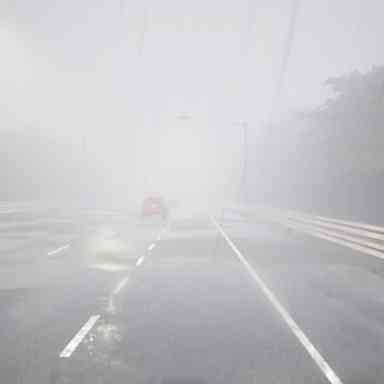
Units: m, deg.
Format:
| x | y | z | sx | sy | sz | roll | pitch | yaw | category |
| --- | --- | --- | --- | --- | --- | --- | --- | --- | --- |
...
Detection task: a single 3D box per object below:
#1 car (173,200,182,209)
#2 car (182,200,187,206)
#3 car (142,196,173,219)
| x | y | z | sx | sy | sz | roll | pitch | yaw | category |
| --- | --- | --- | --- | --- | --- | --- | --- | --- | --- |
| -3.162 | 2.051 | 55.882 | 1.882 | 1.535 | 5.008 | 1 | -1 | 1 | car |
| -2.870 | 2.625 | 83.041 | 1.812 | 1.442 | 4.674 | 1 | -1 | 1 | car |
| -3.353 | 1.435 | 31.641 | 2.150 | 2.045 | 5.566 | 1 | -1 | 0 | car |
